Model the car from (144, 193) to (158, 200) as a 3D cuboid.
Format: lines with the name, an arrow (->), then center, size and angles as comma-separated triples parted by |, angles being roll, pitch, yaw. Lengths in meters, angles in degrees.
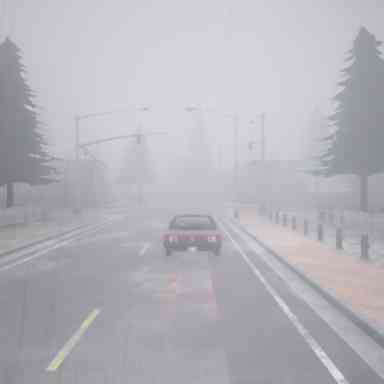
car -> -8.207, 0.870, 67.065 | 1.895, 1.301, 4.718 | 0, 1, -21

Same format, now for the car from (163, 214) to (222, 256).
car -> 0.039, 1.470, 12.545 | 1.895, 1.301, 4.718 | 0, 1, 0
